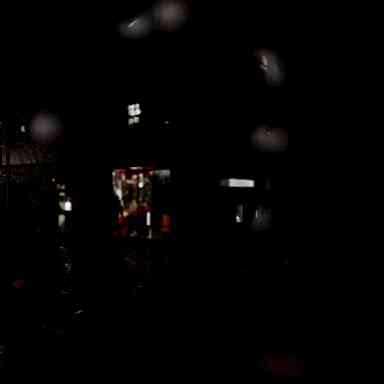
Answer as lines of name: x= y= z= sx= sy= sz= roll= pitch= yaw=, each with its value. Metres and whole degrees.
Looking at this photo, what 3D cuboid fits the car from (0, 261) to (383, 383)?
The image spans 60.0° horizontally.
car: x=0.030 y=1.438 z=2.691 sx=4.097 sy=1.590 sz=1.967 roll=0 pitch=1 yaw=35
